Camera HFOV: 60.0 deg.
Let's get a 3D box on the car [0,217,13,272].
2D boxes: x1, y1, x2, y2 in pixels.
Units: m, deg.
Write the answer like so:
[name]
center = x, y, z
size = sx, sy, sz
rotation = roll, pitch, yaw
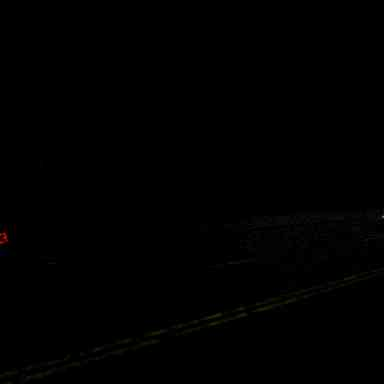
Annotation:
[car]
center = -6.819, 1.222, 6.807
size = 5.566, 2.045, 2.150
rotation = 0, 0, -36
